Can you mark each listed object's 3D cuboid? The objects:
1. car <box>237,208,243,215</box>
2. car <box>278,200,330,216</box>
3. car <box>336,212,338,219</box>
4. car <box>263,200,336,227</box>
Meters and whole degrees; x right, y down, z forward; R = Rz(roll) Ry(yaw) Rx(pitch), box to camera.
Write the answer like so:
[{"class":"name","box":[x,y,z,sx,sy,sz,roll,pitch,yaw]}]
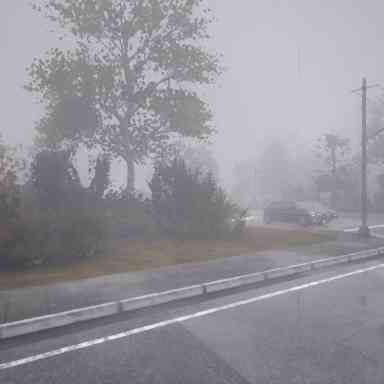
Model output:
[{"class":"car","box":[3.501,1.781,33.716,1.994,1.385,4.181,0,-1,-42]},{"class":"car","box":[11.744,1.626,35.176,1.882,1.535,5.008,0,-1,-39]},{"class":"car","box":[9.212,1.594,26.889,1.837,1.490,4.892,0,-1,-42]},{"class":"car","box":[7.313,1.426,23.643,2.097,1.767,4.553,0,-1,-38]}]
